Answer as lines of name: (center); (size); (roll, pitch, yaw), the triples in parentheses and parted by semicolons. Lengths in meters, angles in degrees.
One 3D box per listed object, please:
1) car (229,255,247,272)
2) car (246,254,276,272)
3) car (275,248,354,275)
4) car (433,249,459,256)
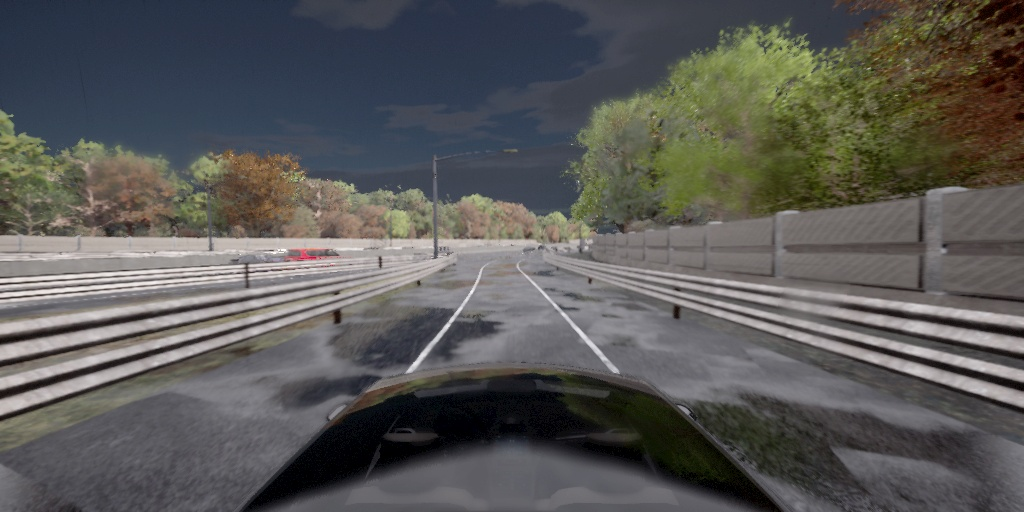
car: (-22.232, 0.603, 31.876); (2.128, 1.511, 4.902); (1, 2, 23)
car: (-18.971, 0.688, 30.606); (2.033, 1.411, 5.357); (1, 2, 23)
car: (-15.687, 0.390, 29.382); (2.150, 2.045, 5.566); (1, 2, 23)
car: (-10.828, -0.482, 58.793); (2.033, 1.411, 5.357); (1, 2, 23)
